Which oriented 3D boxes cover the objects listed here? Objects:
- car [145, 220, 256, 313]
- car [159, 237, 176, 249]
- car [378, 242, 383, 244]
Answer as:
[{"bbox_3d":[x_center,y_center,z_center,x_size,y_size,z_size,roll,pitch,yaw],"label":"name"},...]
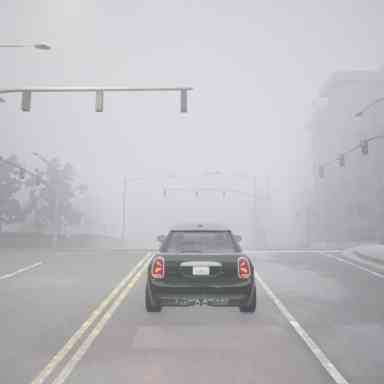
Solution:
[{"bbox_3d":[0.181,1.489,8.147,2.097,1.767,4.553,0,-1,0],"label":"car"},{"bbox_3d":[-3.055,6.520,42.396,1.837,1.490,4.892,0,-10,1],"label":"car"},{"bbox_3d":[17.232,4.286,26.182,4.892,1.490,1.837,5,-10,1],"label":"car"}]
